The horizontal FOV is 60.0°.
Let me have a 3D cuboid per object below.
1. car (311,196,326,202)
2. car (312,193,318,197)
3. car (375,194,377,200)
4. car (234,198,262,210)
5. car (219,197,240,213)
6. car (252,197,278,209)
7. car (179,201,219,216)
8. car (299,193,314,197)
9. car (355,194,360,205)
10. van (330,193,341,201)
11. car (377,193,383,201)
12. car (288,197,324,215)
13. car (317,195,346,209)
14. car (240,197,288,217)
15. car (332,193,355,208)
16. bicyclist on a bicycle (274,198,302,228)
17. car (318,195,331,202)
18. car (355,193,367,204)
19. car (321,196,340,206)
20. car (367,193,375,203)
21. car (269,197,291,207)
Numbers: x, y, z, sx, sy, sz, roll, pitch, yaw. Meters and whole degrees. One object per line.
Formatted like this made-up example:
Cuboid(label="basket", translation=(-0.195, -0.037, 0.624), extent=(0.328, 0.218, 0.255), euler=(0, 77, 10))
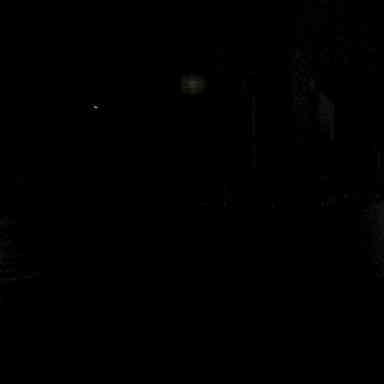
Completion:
Cuboid(label="car", translation=(26.177, 1.419, 68.840), extent=(1.947, 1.339, 4.313), euler=(0, 0, 35))
Cuboid(label="car", translation=(22.966, 1.178, 64.203), extent=(2.192, 1.841, 5.009), euler=(0, 0, 35))
Cuboid(label="car", translation=(36.485, 1.303, 68.759), extent=(1.752, 1.417, 4.829), euler=(-1, 0, 35))
Cuboid(label="car", translation=(6.926, 1.495, 41.012), extent=(1.802, 1.307, 4.206), euler=(0, 0, 35))
Cuboid(label="car", translation=(3.716, 1.367, 36.374), extent=(1.967, 1.590, 4.097), euler=(0, 0, 35))
Cuboid(label="car", translation=(10.037, 1.427, 45.509), extent=(1.752, 1.417, 4.829), euler=(0, 0, 35))
Cuboid(label="car", translation=(0.510, 1.525, 31.736), extent=(1.802, 1.307, 4.206), euler=(0, 0, 35))
Cuboid(label="car", translation=(19.759, 1.416, 59.564), extent=(1.887, 1.381, 4.507), euler=(0, 0, 35))
Cuboid(label="car", translation=(23.557, 1.379, 50.069), extent=(1.947, 1.339, 4.313), euler=(0, 0, 35))
Cuboid(label="van", translation=(35.799, 1.187, 82.755), extent=(1.690, 1.788, 3.998), euler=(-1, 0, 35))
Cuboid(label="car", translation=(42.804, 1.360, 77.893), extent=(1.802, 1.307, 4.206), euler=(-1, 0, 35))
Cuboid(label="car", translation=(10.726, 1.425, 31.520), extent=(1.947, 1.339, 4.313), euler=(0, 0, 35))
Cuboid(label="car", translation=(17.141, 1.378, 40.795), extent=(1.887, 1.381, 4.507), euler=(0, 0, 35))
Cuboid(label="car", translation=(6.588, 1.381, 30.058), extent=(2.128, 1.511, 4.902), euler=(-1, 0, 35))
Cuboid(label="car", translation=(20.348, 1.137, 45.433), extent=(2.192, 1.841, 5.009), euler=(0, 0, 35))
Cuboid(label="bicyclist on a bicycle", translation=(5.263, 1.177, 18.418), extent=(1.656, 1.620, 0.582), euler=(-1, 0, 35))
Cuboid(label="car", translation=(29.384, 1.428, 73.477), extent=(1.802, 1.307, 4.206), euler=(0, 0, 35))
Cuboid(label="car", translation=(26.764, 1.119, 54.707), extent=(2.192, 1.841, 5.009), euler=(0, 0, 35))
Cuboid(label="car", translation=(21.610, 1.358, 51.775), extent=(1.812, 1.442, 4.674), euler=(-1, 0, 35))
Cuboid(label="car", translation=(33.180, 1.100, 63.983), extent=(2.192, 1.841, 5.009), euler=(0, 0, 35))
Cuboid(label="car", translation=(13.342, 1.456, 50.288), extent=(1.947, 1.339, 4.313), euler=(0, 0, 35))
